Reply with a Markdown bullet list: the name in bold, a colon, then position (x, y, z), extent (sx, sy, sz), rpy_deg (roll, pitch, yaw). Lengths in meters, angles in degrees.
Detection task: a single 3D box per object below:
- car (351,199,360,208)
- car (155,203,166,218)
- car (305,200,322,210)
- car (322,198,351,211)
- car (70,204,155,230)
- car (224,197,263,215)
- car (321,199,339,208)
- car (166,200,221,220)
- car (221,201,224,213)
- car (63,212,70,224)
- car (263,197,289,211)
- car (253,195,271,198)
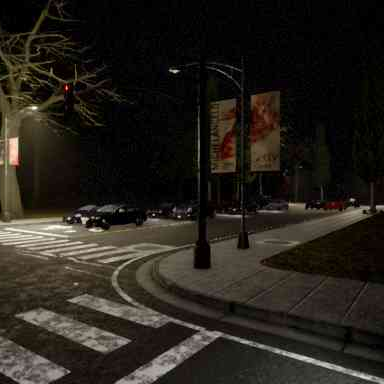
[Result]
- **car**: position (26.370, 1.891, 54.801), extent (2.128, 1.511, 4.902), rpy_deg (0, -1, 35)
- **car**: position (-1.903, 1.666, 31.861), extent (2.033, 1.411, 5.357), rpy_deg (0, 0, 35)
- **car**: position (17.796, 1.823, 48.247), extent (1.812, 1.442, 4.674), rpy_deg (0, 0, 35)
- **car**: position (19.684, 1.644, 45.284), extent (2.097, 1.767, 4.553), rpy_deg (0, 0, 35)
- **car**: position (-5.016, 1.566, 21.793), extent (2.128, 1.511, 4.902), rpy_deg (0, 0, 35)
- **car**: position (5.878, 1.680, 37.283), extent (1.837, 1.490, 4.892), rpy_deg (0, 0, 35)
- **car**: position (23.481, 1.916, 56.354), extent (1.812, 1.442, 4.674), rpy_deg (0, -1, 35)
- **car**: position (0.229, 1.472, 29.252), extent (2.097, 1.767, 4.553), rpy_deg (0, 0, 35)
- **car**: position (3.820, 1.776, 40.013), extent (1.895, 1.301, 4.718), rpy_deg (0, 0, 35)
- **car**: position (-7.228, 1.637, 24.311), extent (1.994, 1.385, 4.181), rpy_deg (0, 0, 36)
- **car**: position (11.823, 1.772, 45.678), extent (1.812, 1.442, 4.674), rpy_deg (0, 0, 36)
- **car**: position (9.898, 1.471, 48.582), extent (2.150, 2.045, 5.566), rpy_deg (0, 0, 38)
